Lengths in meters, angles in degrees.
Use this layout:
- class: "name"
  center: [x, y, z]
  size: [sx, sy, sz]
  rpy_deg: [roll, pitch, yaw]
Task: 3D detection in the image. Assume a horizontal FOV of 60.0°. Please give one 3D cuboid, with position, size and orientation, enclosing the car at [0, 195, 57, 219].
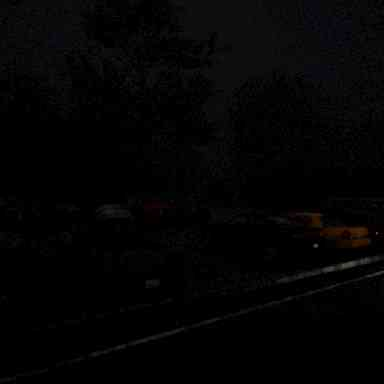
- class: "car"
  center: [-9.966, 1.223, 19.389]
  size: [2.435, 2.045, 5.566]
  rpy_deg: [0, 0, -36]

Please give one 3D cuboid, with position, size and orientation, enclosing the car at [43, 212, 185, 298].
- class: "car"
  center: [-2.203, 1.504, 8.860]
  size: [2.163, 1.488, 4.792]
  rpy_deg: [0, 0, -36]

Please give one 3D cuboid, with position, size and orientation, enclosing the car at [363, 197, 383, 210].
- class: "car"
  center: [26.211, 1.558, 45.417]
  size: [2.185, 1.767, 4.553]
  rpy_deg: [0, 0, -36]

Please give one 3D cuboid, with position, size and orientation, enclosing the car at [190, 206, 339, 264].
- class: "car"
  center: [2.340, 1.493, 12.149]
  size: [2.097, 1.535, 5.008]
  rpy_deg: [0, 0, -36]

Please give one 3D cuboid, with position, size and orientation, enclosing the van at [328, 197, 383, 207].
- class: "van"
  center: [9.236, 1.307, 16.959]
  size: [1.878, 1.987, 4.442]
  rpy_deg: [0, 0, -36]

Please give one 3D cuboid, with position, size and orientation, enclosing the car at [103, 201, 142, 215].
- class: "car"
  center: [-5.556, 1.533, 22.585]
  size: [2.002, 1.452, 4.674]
  rpy_deg: [0, 0, -36]

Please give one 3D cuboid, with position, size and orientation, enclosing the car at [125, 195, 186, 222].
- class: "car"
  center: [-3.177, 1.254, 24.259]
  size: [2.435, 2.045, 5.566]
  rpy_deg: [0, 0, -36]

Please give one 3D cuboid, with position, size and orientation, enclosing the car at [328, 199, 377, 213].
- class: "car"
  center: [19.459, 1.644, 40.542]
  size: [2.231, 1.521, 4.892]
  rpy_deg: [0, 0, -36]

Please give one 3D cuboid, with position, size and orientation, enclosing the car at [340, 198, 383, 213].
- class: "car"
  center: [21.826, 1.653, 42.006]
  size: [1.946, 1.575, 5.366]
  rpy_deg: [0, 0, -36]

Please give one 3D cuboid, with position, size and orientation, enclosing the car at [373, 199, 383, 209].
- class: "car"
  center: [28.501, 1.727, 46.987]
  size: [2.163, 1.488, 4.792]
  rpy_deg: [0, 0, -36]

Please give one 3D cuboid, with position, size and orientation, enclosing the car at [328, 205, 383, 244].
- class: "car"
  center: [6.872, 1.549, 15.443]
  size: [2.163, 1.488, 4.792]
  rpy_deg: [0, 0, -36]

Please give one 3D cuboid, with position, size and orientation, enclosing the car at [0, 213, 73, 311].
- class: "car"
  center: [-4.490, 1.469, 7.250]
  size: [2.231, 1.521, 4.892]
  rpy_deg: [0, 0, -36]

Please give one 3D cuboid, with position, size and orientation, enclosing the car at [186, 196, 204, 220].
- class: "car"
  center: [-1.014, 1.267, 25.812]
  size: [2.435, 2.045, 5.566]
  rpy_deg: [0, 0, -36]

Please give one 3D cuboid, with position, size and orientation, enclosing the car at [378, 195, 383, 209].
- class: "car"
  center: [30.724, 1.460, 48.652]
  size: [2.435, 2.045, 5.566]
  rpy_deg: [0, 0, -36]

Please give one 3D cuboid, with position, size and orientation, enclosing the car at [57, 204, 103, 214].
- class: "car"
  center: [-7.716, 1.484, 21.032]
  size: [2.097, 1.535, 5.008]
  rpy_deg: [0, 0, -36]

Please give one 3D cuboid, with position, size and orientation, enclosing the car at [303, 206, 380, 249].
- class: "car"
  center: [4.504, 1.503, 13.936]
  size: [1.946, 1.575, 5.366]
  rpy_deg: [0, 0, -36]
